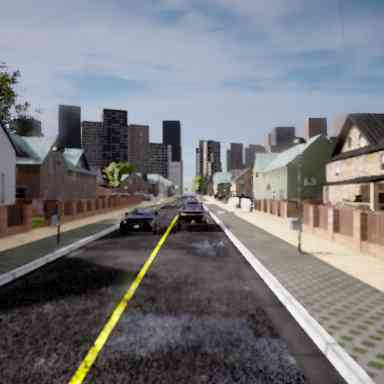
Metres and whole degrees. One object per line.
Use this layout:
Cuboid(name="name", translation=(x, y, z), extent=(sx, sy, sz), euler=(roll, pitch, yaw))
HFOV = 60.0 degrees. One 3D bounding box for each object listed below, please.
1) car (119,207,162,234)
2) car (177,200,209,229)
Cuboid(name="car", translation=(-2.806, 1.560, 18.914), extent=(1.994, 1.385, 4.181), euler=(0, 0, 0))
Cuboid(name="car", translation=(0.072, 1.487, 21.274), extent=(2.128, 1.511, 4.902), euler=(0, 0, 0))
